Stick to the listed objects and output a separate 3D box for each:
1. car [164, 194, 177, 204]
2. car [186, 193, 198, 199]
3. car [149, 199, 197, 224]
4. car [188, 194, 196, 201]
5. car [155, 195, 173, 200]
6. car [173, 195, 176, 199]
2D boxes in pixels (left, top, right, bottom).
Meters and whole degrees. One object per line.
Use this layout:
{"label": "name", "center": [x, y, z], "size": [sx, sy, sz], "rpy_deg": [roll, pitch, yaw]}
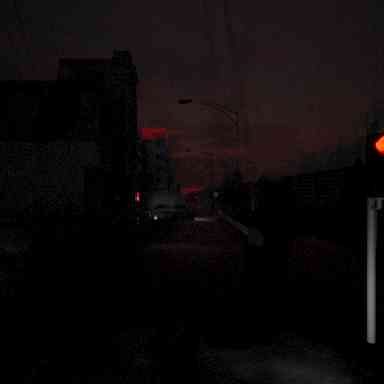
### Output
{"label": "car", "center": [-4.088, 1.352, 63.692], "size": [2.097, 1.767, 4.553], "rpy_deg": [0, 0, 0]}
{"label": "car", "center": [-0.036, 1.221, 66.305], "size": [2.150, 2.045, 5.566], "rpy_deg": [0, 0, 0]}
{"label": "car", "center": [-1.411, 1.526, 24.833], "size": [1.812, 1.442, 4.674], "rpy_deg": [1, 0, 28]}
{"label": "car", "center": [-0.044, 1.310, 76.695], "size": [1.882, 1.535, 5.008], "rpy_deg": [0, 0, 0]}
{"label": "car", "center": [-4.119, 1.491, 44.361], "size": [2.128, 1.511, 4.902], "rpy_deg": [0, 0, 0]}
{"label": "car", "center": [-4.118, 1.601, 53.645], "size": [1.895, 1.301, 4.718], "rpy_deg": [0, 0, 0]}
